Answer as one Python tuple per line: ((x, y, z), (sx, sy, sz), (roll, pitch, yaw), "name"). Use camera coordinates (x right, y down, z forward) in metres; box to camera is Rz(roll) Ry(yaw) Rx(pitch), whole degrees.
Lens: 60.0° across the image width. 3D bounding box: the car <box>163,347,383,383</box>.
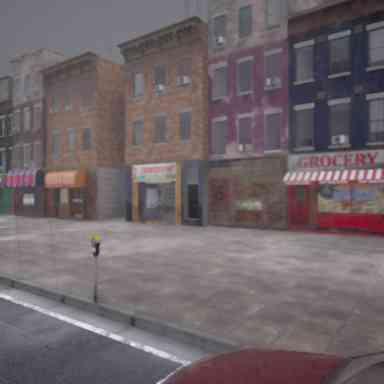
((1.563, 1.581, 1.694), (4.206, 1.307, 1.802), (0, 0, 36), "car")
